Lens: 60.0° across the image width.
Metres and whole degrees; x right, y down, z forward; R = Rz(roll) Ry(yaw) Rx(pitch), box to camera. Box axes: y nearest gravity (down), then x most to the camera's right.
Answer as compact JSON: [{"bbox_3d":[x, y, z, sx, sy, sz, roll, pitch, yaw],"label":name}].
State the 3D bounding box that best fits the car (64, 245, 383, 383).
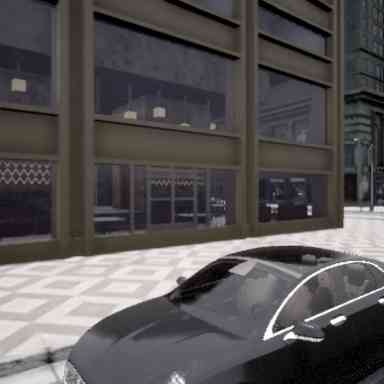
[{"bbox_3d":[1.015,1.506,4.096,4.892,1.490,1.837,0,0,-35],"label":"car"}]
